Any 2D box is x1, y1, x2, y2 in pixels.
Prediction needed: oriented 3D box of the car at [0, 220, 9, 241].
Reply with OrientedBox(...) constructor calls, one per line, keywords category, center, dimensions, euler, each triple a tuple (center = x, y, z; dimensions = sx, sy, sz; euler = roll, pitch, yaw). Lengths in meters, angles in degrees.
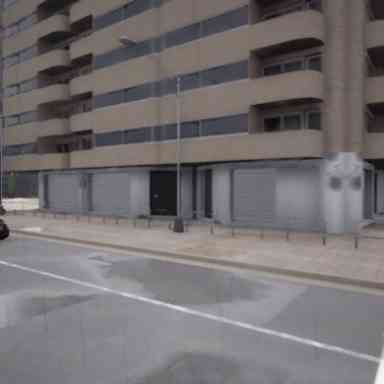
OrientedBox(category="car", center=(-9.615, 1.393, 13.501), dimensions=(4.181, 1.385, 1.994), euler=(0, 0, 20))
